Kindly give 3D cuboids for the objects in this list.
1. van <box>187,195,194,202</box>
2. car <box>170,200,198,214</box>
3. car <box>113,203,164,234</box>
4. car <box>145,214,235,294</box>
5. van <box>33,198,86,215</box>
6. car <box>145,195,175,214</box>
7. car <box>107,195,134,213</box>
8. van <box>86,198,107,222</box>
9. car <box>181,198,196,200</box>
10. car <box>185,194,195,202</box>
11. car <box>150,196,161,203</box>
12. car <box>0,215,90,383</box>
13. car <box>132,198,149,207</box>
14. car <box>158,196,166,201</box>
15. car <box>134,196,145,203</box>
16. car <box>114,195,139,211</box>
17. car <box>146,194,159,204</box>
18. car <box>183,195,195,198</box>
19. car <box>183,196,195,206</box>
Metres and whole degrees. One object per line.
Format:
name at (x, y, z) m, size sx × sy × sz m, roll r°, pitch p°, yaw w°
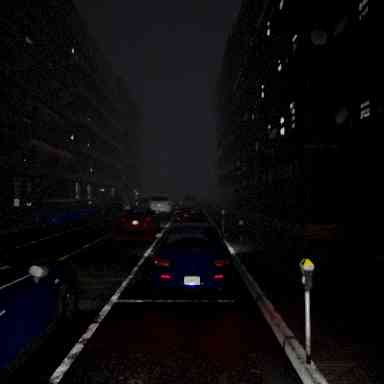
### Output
van at (-0.471, 1.575, 87.068) m, size 1.690 × 1.788 × 3.998 m, roll 1°, pitch 0°, yaw 0°
car at (-0.437, 1.572, 26.224) m, size 1.887 × 1.381 × 4.507 m, roll 1°, pitch 0°, yaw 0°
car at (-2.971, 1.580, 19.434) m, size 1.994 × 1.385 × 4.181 m, roll 0°, pitch 0°, yaw 0°
car at (0.003, 1.531, 8.653) m, size 1.812 × 1.442 × 4.674 m, roll 0°, pitch 0°, yaw 0°
van at (-8.311, 1.358, 20.753) m, size 1.690 × 1.788 × 3.998 m, roll 2°, pitch 0°, yaw 0°
car at (-2.986, 1.264, 33.144) m, size 2.150 × 2.045 × 5.566 m, roll 0°, pitch 0°, yaw 1°
car at (-8.312, 1.365, 37.346) m, size 2.192 × 1.841 × 5.009 m, roll 1°, pitch 0°, yaw 0°
van at (-8.313, 1.368, 26.285) m, size 1.690 × 1.788 × 3.998 m, roll 1°, pitch 0°, yaw 0°
car at (-0.437, 1.582, 31.754) m, size 1.887 × 1.381 × 4.507 m, roll 1°, pitch 0°, yaw 0°
car at (-0.469, 1.521, 81.536) m, size 2.192 × 1.841 × 5.009 m, roll 1°, pitch 0°, yaw 0°
car at (-8.321, 1.725, 76.059) m, size 1.887 × 1.381 × 4.507 m, roll 1°, pitch 0°, yaw 0°
car at (-3.020, 1.354, 4.016) m, size 2.097 × 1.767 × 4.553 m, roll 0°, pitch 0°, yaw 0°
car at (-8.319, 1.660, 53.938) m, size 1.947 × 1.339 × 4.313 m, roll 1°, pitch 0°, yaw 0°
car at (-8.323, 1.846, 92.652) m, size 1.802 × 1.307 × 4.206 m, roll 1°, pitch 0°, yaw 0°
car at (-5.818, 1.413, 42.199) m, size 2.097 × 1.767 × 4.553 m, roll 0°, pitch 0°, yaw 0°
car at (-8.312, 1.379, 42.876) m, size 2.192 × 1.841 × 5.009 m, roll 1°, pitch 0°, yaw 0°
car at (-8.315, 1.471, 70.528) m, size 2.192 × 1.841 × 5.009 m, roll 1°, pitch 0°, yaw 0°
car at (-0.427, 1.490, 37.286) m, size 1.967 × 1.590 × 4.097 m, roll 1°, pitch 0°, yaw 0°
car at (-0.471, 1.553, 59.411) m, size 1.967 × 1.590 × 4.097 m, roll 1°, pitch 0°, yaw 0°
